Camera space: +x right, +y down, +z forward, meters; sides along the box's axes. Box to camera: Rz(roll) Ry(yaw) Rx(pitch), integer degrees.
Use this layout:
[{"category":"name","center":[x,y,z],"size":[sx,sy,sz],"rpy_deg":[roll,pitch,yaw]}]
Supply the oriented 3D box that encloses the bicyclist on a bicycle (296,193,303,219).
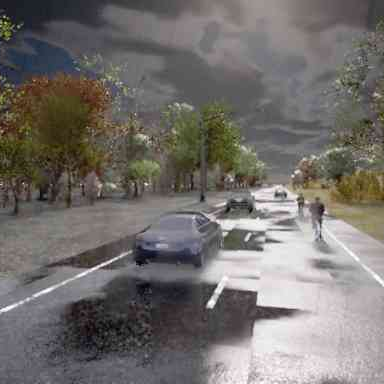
[{"category":"bicyclist on a bicycle","center":[7.114,0.910,21.717],"size":[0.582,1.620,1.656],"rpy_deg":[0,1,14]}]

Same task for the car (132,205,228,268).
[{"category":"car","center":[-0.259,1.306,10.467],"size":[1.994,1.385,4.181],"rpy_deg":[0,1,14]}]

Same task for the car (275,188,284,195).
[{"category":"car","center":[18.886,-0.179,71.827],"size":[1.895,1.301,4.718],"rpy_deg":[0,1,14]}]

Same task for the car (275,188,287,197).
[{"category":"car","center":[15.285,0.147,57.298],"size":[1.994,1.385,4.181],"rpy_deg":[0,2,14]}]

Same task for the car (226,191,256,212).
[{"category":"car","center":[4.180,0.664,27.890],"size":[2.097,1.767,4.553],"rpy_deg":[0,1,14]}]

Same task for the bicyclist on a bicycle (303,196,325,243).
[{"category":"bicyclist on a bicycle","center":[4.943,1.038,13.191],"size":[0.659,1.776,1.843],"rpy_deg":[0,2,14]}]
